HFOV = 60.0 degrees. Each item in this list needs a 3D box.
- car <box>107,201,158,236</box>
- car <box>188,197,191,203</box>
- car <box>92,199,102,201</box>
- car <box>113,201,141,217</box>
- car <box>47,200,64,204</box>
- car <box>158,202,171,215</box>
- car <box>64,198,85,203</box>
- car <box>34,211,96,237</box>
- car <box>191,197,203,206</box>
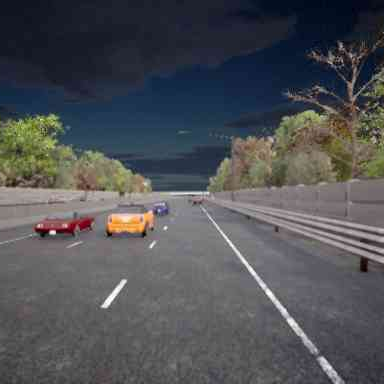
[{"bbox_3d":[-3.402,1.480,19.217,2.097,1.767,4.553,0,0,0],"label":"car"},{"bbox_3d":[-0.005,1.996,86.531,2.097,1.767,4.553,0,-1,0],"label":"car"},{"bbox_3d":[-17.525,1.964,61.306,1.812,1.442,4.674,0,0,1],"label":"car"},{"bbox_3d":[-6.902,1.740,35.890,2.128,1.511,4.902,0,0,0],"label":"car"},{"bbox_3d":[-24.513,2.032,60.495,1.895,1.301,4.718,0,0,0],"label":"car"},{"bbox_3d":[-3.403,1.781,36.930,1.812,1.442,4.674,0,0,0],"label":"car"},{"bbox_3d":[-21.029,1.937,60.787,1.837,1.490,4.892,0,0,1],"label":"car"},{"bbox_3d":[-6.901,1.726,18.732,1.895,1.301,4.718,0,0,0],"label":"car"},{"bbox_3d":[1.221,1.971,67.780,1.882,1.535,5.008,0,0,0],"label":"car"}]
